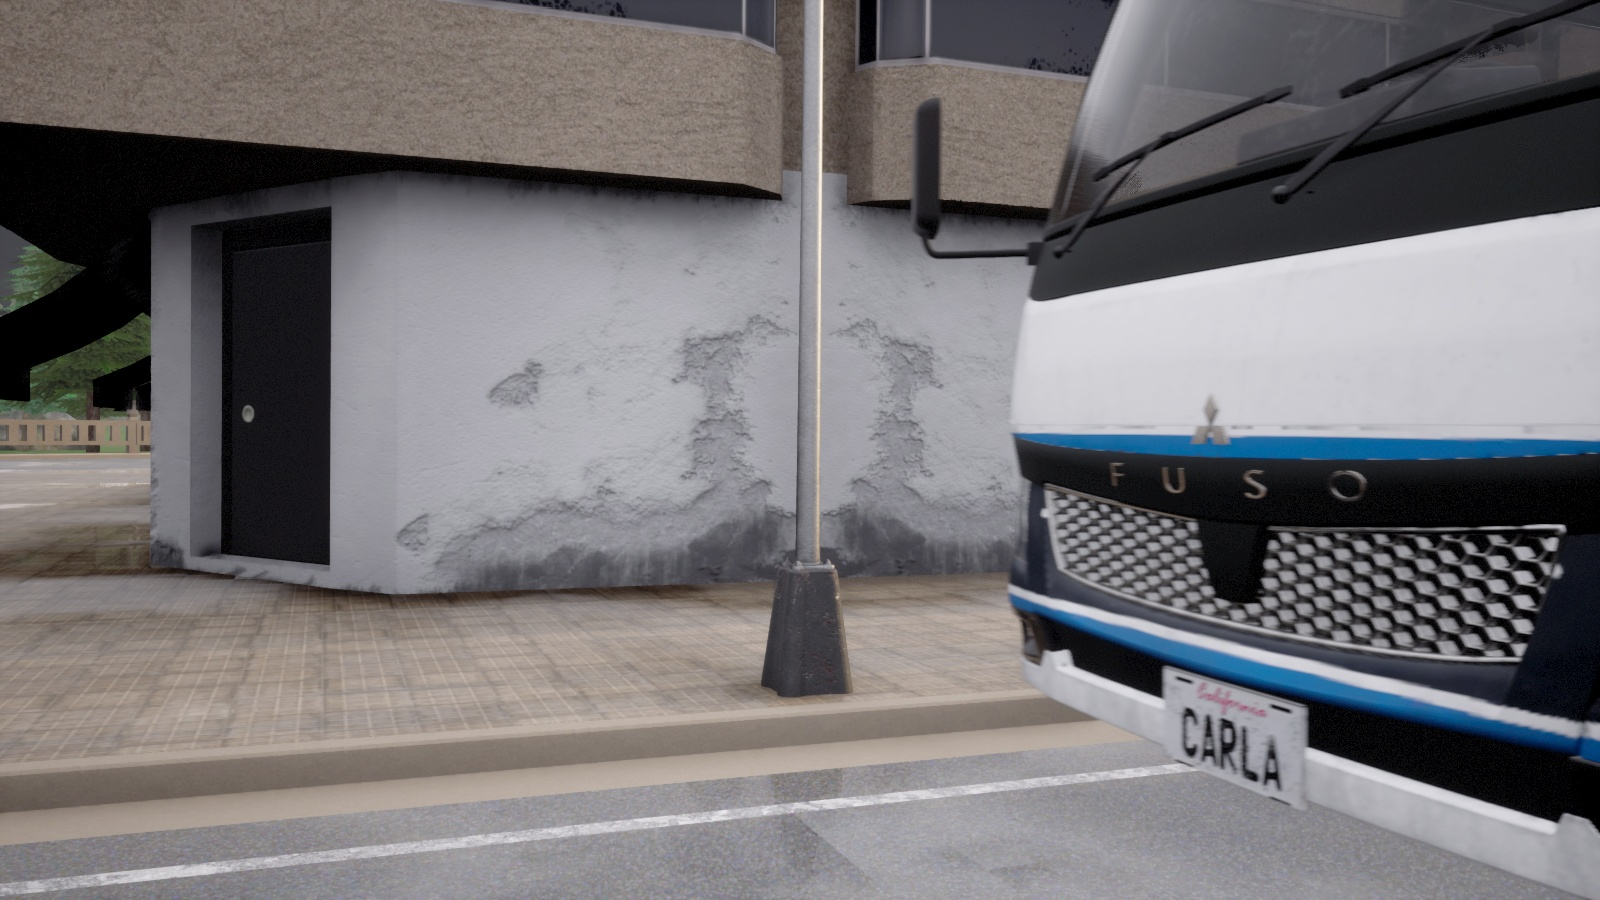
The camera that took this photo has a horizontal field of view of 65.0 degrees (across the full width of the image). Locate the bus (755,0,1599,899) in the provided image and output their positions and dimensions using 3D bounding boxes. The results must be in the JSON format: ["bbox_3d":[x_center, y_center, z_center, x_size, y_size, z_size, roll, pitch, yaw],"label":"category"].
[{"bbox_3d":[5.328,-0.722,5.247,10.273,4.253,3.944,-1,1,-21],"label":"bus"}]
